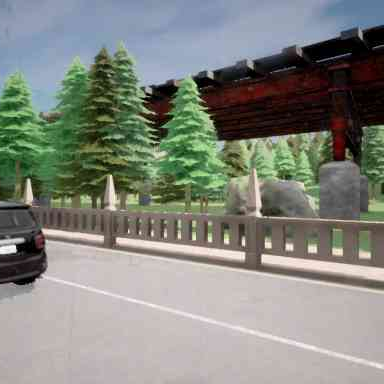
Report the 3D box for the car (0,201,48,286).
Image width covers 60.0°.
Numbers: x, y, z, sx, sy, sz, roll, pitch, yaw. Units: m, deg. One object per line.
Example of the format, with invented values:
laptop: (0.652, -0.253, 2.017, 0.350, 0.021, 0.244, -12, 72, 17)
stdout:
car: (-5.826, 1.223, 8.163, 5.566, 2.045, 2.150, 0, 0, 36)
